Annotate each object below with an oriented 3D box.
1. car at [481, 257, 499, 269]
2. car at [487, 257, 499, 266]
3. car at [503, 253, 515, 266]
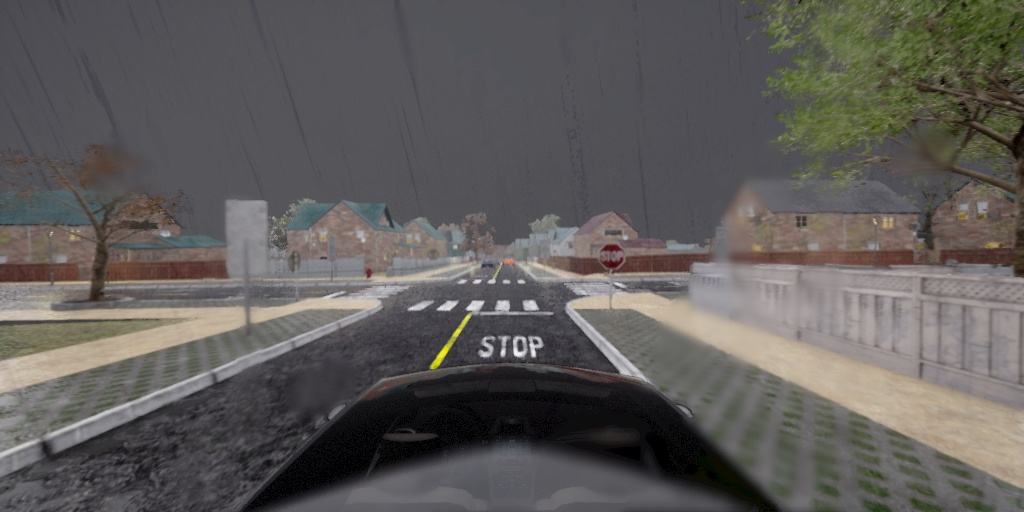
[{"bbox_3d":[-3.174,1.051,48.485,1.895,1.301,4.718,0,0,0],"label":"car"},{"bbox_3d":[-3.347,0.969,64.677,2.033,1.411,5.357,0,0,-1],"label":"car"},{"bbox_3d":[-0.569,0.773,63.179,2.097,1.767,4.553,0,0,-1],"label":"car"}]
